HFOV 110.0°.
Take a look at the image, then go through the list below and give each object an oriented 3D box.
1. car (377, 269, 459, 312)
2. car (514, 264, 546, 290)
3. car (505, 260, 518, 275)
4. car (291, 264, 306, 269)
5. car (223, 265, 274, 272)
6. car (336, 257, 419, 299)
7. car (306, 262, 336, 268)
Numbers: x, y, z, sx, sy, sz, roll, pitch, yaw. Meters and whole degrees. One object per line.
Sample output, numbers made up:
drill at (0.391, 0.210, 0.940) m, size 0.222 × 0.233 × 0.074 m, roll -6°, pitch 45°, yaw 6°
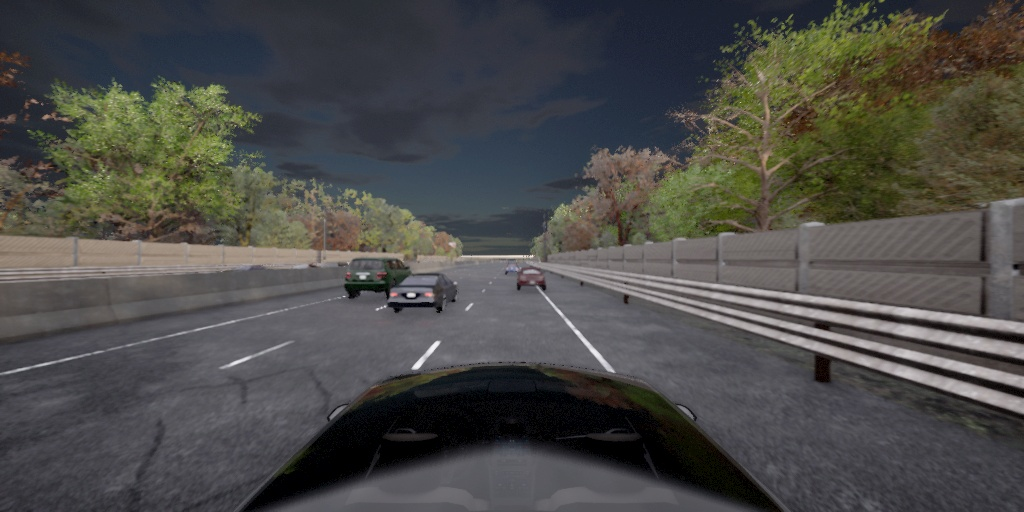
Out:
car at (-3.401, 1.383, 14.597) m, size 2.033 × 1.411 × 5.357 m, roll 0°, pitch 0°, yaw 0°
car at (1.228, 1.434, 23.840) m, size 1.812 × 1.442 × 4.674 m, roll 0°, pitch 0°, yaw 0°
car at (0.035, 1.633, 46.290) m, size 2.033 × 1.411 × 5.357 m, roll 0°, pitch 0°, yaw 1°
car at (-21.082, 1.531, 36.341) m, size 1.812 × 1.442 × 4.674 m, roll 0°, pitch 0°, yaw 0°
car at (-24.591, 1.530, 33.502) m, size 2.033 × 1.411 × 5.357 m, roll 0°, pitch 0°, yaw 0°
car at (-6.902, 1.092, 19.270) m, size 2.150 × 2.045 × 5.566 m, roll 0°, pitch 0°, yaw 0°
car at (-17.585, 1.348, 35.110) m, size 2.097 × 1.767 × 4.553 m, roll 0°, pitch 0°, yaw 0°
